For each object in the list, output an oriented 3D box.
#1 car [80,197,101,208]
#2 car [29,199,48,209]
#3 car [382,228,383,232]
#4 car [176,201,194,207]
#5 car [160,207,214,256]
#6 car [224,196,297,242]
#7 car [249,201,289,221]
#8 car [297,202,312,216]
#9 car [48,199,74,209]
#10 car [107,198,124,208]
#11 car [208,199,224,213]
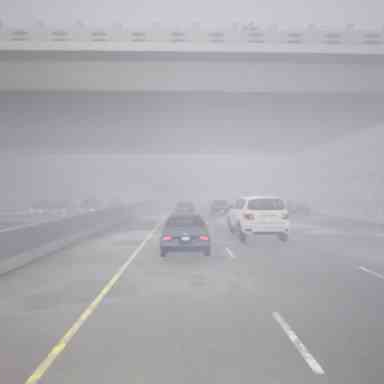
[{"bbox_3d":[-15.262,1.511,50.111,2.097,1.767,4.553,0,0,-1],"label":"car"},{"bbox_3d":[-22.236,1.771,49.100,1.994,1.385,4.181,0,0,-1],"label":"car"},{"bbox_3d":[10.223,1.488,13.704,2.033,1.411,5.357,0,0,-1],"label":"car"},{"bbox_3d":[-0.723,1.603,34.120,1.994,1.385,4.181,0,0,-1],"label":"car"},{"bbox_3d":[-0.270,1.562,13.262,2.033,1.411,5.357,0,0,-1],"label":"car"},{"bbox_3d":[3.155,1.215,16.651,2.150,2.045,5.566,0,0,-1],"label":"car"},{"bbox_3d":[6.403,1.529,28.413,2.033,1.411,5.357,0,0,-1],"label":"car"},{"bbox_3d":[9.821,1.562,32.248,1.895,1.301,4.718,0,0,-1],"label":"car"},{"bbox_3d":[-18.729,1.708,48.554,1.812,1.442,4.674,0,0,-1],"label":"car"},{"bbox_3d":[-11.779,1.627,51.369,2.128,1.511,4.902,0,0,-1],"label":"car"},{"bbox_3d":[2.787,1.518,33.715,1.837,1.490,4.892,0,0,-1],"label":"car"}]
